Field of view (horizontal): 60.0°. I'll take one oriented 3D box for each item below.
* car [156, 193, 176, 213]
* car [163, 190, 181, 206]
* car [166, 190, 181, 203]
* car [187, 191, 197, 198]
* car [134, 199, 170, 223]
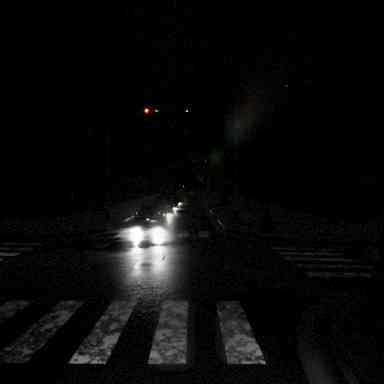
[{"bbox_3d":[-2.867,1.182,33.044,1.837,1.490,4.892,0,1,0],"label":"car"},{"bbox_3d":[-2.864,0.730,42.898,2.150,2.045,5.566,0,1,0],"label":"car"},{"bbox_3d":[-2.831,0.665,52.751,2.097,1.767,4.553,0,1,0],"label":"car"},{"bbox_3d":[0.068,0.425,68.226,1.882,1.535,5.008,0,1,0],"label":"car"},{"bbox_3d":[-2.863,1.425,23.674,1.895,1.301,4.718,0,1,0],"label":"car"}]
